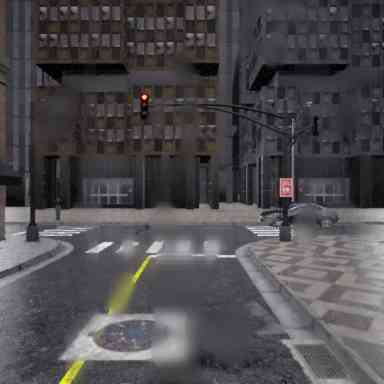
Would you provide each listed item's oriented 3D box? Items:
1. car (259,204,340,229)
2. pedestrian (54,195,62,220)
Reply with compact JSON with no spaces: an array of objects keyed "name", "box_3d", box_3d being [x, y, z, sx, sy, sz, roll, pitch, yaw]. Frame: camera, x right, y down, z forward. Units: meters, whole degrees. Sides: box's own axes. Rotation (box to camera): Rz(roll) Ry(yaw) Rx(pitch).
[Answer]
[{"name":"car","box_3d":[6.675,1.479,20.864,4.902,1.511,2.128,0,0,-3]},{"name":"pedestrian","box_3d":[-9.824,1.152,24.365,0.375,1.860,0.375,0,0,1]}]
